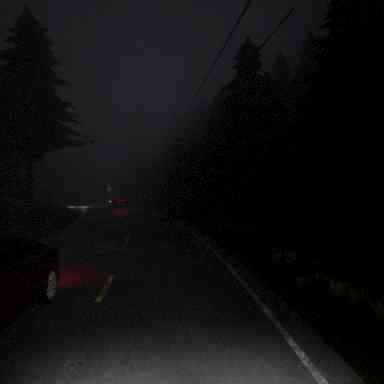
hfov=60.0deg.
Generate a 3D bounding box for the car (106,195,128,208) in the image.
[{"bbox_3d":[-9.024,1.109,39.963,2.128,1.511,4.902,0,1,-26],"label":"car"}]

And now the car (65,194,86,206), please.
[{"bbox_3d":[-15.993,1.055,45.617,1.882,1.535,5.008,0,0,-32],"label":"car"}]

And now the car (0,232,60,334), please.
[{"bbox_3d":[-3.625,1.433,5.117,1.882,1.535,5.008,0,1,-4],"label":"car"}]
